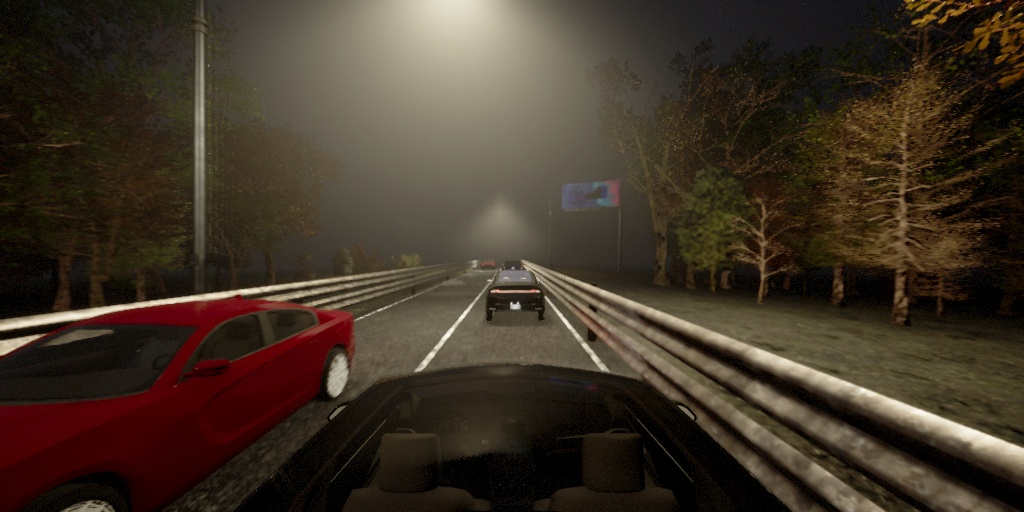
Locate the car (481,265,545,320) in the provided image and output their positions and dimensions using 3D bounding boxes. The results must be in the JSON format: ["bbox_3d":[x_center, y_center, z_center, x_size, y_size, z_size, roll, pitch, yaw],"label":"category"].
[{"bbox_3d":[0.098,1.238,12.687,2.128,1.511,4.902,0,0,0],"label":"car"}]

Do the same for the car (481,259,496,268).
[{"bbox_3d":[-3.289,1.212,51.141,1.882,1.535,5.008,0,0,0],"label":"car"}]

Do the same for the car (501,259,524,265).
[{"bbox_3d":[0.085,1.091,33.562,2.097,1.767,4.553,0,0,0],"label":"car"}]

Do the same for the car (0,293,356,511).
[{"bbox_3d":[-3.351,1.227,3.546,1.882,1.535,5.008,0,0,0],"label":"car"}]
